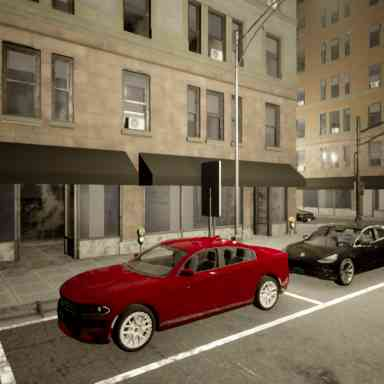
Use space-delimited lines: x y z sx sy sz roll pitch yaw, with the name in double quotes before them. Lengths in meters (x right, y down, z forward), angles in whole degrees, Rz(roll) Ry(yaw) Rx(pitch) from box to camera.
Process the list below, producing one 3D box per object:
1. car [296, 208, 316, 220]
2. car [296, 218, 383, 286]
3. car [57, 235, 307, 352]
"car" 6.936 1.614 25.968 2.033 1.411 5.357 0 0 -33
"car" 4.342 1.565 9.429 4.313 1.339 1.947 0 0 -36
"car" -0.094 1.545 6.159 4.507 1.381 1.887 0 0 -36
